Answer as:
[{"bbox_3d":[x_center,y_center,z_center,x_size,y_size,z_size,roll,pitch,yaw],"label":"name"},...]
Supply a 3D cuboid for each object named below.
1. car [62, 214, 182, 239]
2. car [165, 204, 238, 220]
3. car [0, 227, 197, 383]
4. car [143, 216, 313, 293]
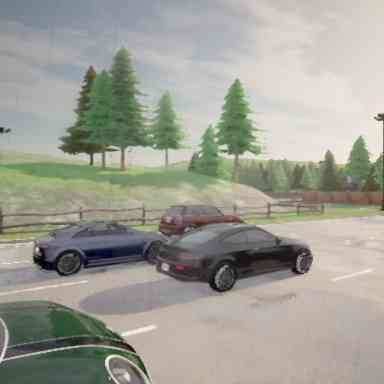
[{"bbox_3d":[-2.680,1.579,10.434,4.181,1.385,1.994,0,0,-36],"label":"car"},{"bbox_3d":[0.600,1.397,17.071,4.553,1.767,2.097,0,0,-36],"label":"car"},{"bbox_3d":[-2.446,1.345,2.001,4.553,1.767,2.097,0,0,-36],"label":"car"},{"bbox_3d":[1.266,1.553,8.947,4.674,1.442,1.812,0,0,-36],"label":"car"}]
